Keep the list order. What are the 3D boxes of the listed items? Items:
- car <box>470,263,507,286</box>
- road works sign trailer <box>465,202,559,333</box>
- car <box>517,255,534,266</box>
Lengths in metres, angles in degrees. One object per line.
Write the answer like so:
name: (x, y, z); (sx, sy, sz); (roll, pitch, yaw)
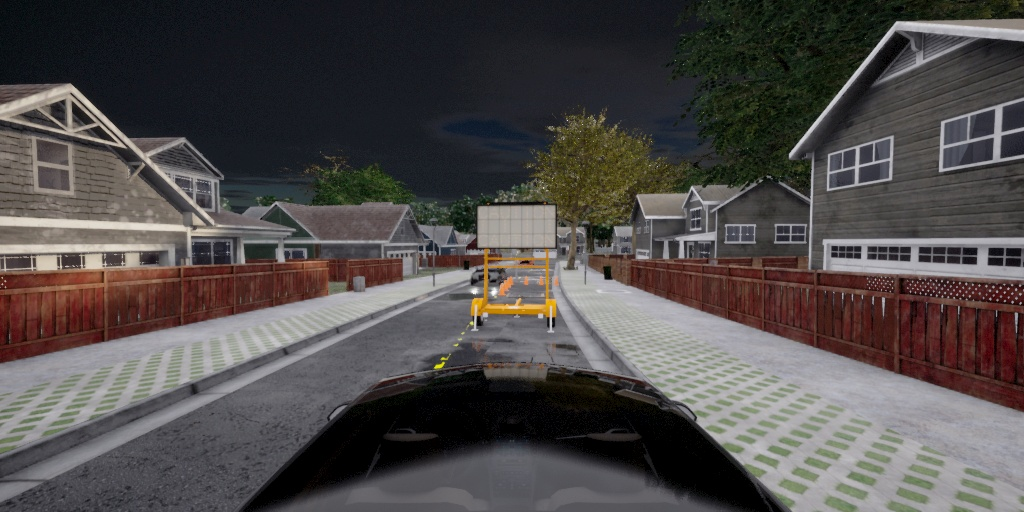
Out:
car: (-1.498, 1.193, 24.063); (1.994, 1.385, 4.181); (0, 1, 6)
road works sign trailer: (0.144, 0.191, 10.788); (2.380, 3.560, 2.880); (0, 0, 5)
car: (1.988, 0.594, 50.925); (2.097, 1.767, 4.553); (0, 1, 7)
